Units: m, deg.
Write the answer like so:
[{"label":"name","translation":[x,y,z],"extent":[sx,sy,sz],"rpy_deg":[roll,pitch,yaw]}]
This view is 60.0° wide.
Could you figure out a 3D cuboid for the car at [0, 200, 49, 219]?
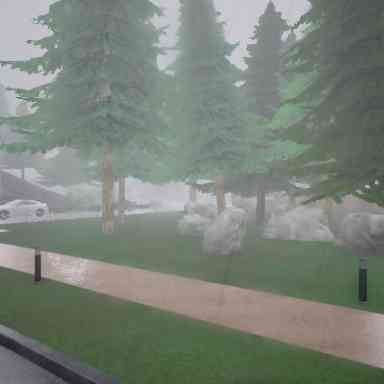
[{"label":"car","translation":[-14.182,1.359,27.315],"extent":[1.812,1.442,4.674],"rpy_deg":[0,0,35]}]

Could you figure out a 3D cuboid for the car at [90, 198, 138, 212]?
[{"label":"car","translation":[-8.211,1.380,35.652],"extent":[2.033,1.411,5.357],"rpy_deg":[0,0,36]}]
